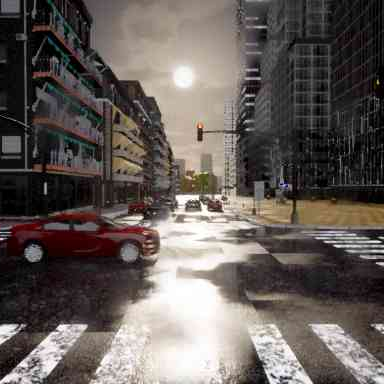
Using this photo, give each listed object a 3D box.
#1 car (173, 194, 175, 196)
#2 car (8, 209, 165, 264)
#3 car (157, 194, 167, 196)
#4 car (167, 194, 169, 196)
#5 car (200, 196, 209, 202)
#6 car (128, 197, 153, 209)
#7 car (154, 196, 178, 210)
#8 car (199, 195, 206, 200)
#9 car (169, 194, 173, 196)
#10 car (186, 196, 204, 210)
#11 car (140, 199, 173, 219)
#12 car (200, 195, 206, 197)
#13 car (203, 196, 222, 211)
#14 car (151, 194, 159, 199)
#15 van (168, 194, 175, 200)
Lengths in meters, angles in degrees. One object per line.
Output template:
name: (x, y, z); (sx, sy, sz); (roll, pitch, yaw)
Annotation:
car: (-5.530, 1.321, 86.173); (2.192, 1.841, 5.009); (-1, 0, 0)
car: (-3.596, 1.504, 11.464); (5.008, 1.535, 1.882); (0, 1, 0)
car: (-5.599, 1.312, 52.279); (2.192, 1.841, 5.009); (-1, 0, 0)
car: (-5.586, 1.438, 57.927); (1.967, 1.590, 4.097); (-1, 0, 0)
car: (2.798, 1.547, 74.915); (1.887, 1.381, 4.507); (-1, 0, 0)
car: (-5.630, 1.540, 35.332); (1.887, 1.381, 4.507); (-1, 0, 0)
car: (-3.016, 1.500, 39.015); (1.837, 1.490, 4.892); (0, 0, 0)
car: (2.832, 1.534, 92.033); (1.752, 1.417, 4.829); (-1, 0, 0)
car: (-5.561, 1.583, 69.226); (1.802, 1.307, 4.206); (-1, 0, 0)
car: (0.178, 1.559, 43.618); (1.994, 1.385, 4.181); (0, 0, 0)
car: (-3.041, 1.560, 29.105); (1.994, 1.385, 4.181); (0, 0, 0)
car: (2.775, 1.551, 63.617); (2.008, 1.369, 4.403); (-1, 0, 0)
car: (2.728, 1.540, 41.021); (1.887, 1.381, 4.507); (-1, 0, 0)
car: (-5.620, 1.436, 40.981); (1.967, 1.590, 4.097); (-1, 0, 0)
van: (-5.518, 1.350, 91.820); (1.690, 1.788, 3.998); (-1, 0, 0)
